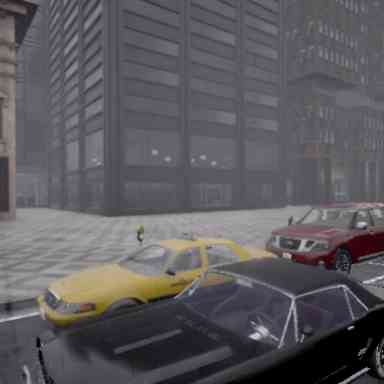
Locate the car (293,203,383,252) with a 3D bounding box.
[{"bbox_3d":[4.429,1.278,9.818,5.009,1.841,2.192,0,0,-36],"label":"car"}]

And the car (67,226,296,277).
[{"bbox_3d":[-0.299,1.512,6.440,4.829,1.417,1.752,0,0,-36],"label":"car"}]

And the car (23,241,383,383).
[{"bbox_3d":[0.708,1.590,3.884,4.718,1.301,1.895,0,0,-36],"label":"car"}]
